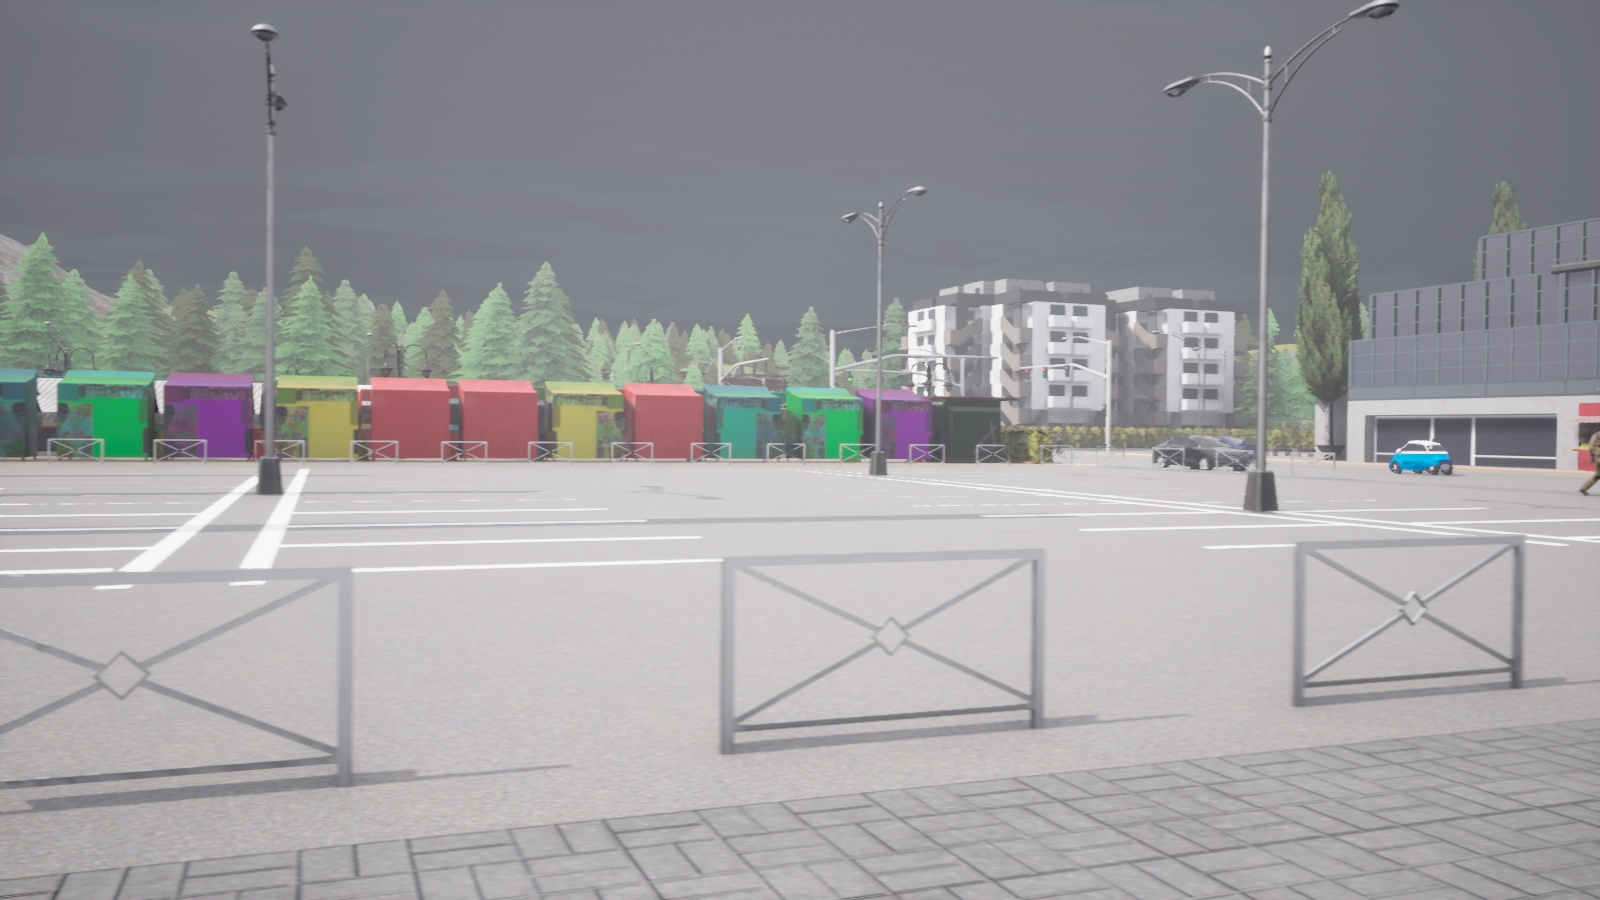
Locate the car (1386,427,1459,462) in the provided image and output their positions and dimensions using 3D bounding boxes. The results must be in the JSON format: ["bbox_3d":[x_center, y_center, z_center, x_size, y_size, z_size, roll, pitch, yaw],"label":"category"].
[{"bbox_3d":[24.982,-0.238,50.445,1.481,1.376,2.207,-1,1,-23],"label":"car"}]

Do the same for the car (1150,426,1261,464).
[{"bbox_3d":[16.750,-0.227,52.152,1.837,1.490,4.892,-1,1,-19],"label":"car"}]

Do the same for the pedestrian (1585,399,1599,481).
[{"bbox_3d":[19.066,-0.234,29.743,0.396,1.930,0.692,-1,1,-29],"label":"pedestrian"}]

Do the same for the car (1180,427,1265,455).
[{"bbox_3d":[22.593,-0.516,67.350,1.812,1.442,4.674,-1,1,-19],"label":"car"}]
